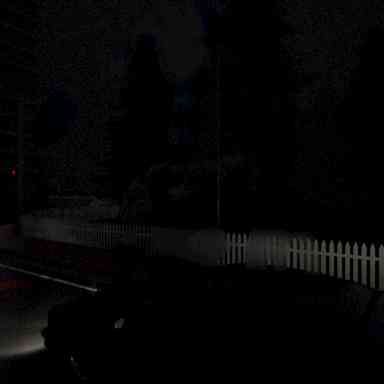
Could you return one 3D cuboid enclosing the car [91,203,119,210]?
[{"bbox_3d":[-10.693,1.470,40.769,1.812,1.442,4.674,0,0,9],"label":"car"}]

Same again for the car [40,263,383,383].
[{"bbox_3d":[0.622,1.547,3.550,5.357,1.411,2.033,0,0,36],"label":"car"}]

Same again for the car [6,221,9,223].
[{"bbox_3d":[-7.581,1.547,9.395,5.357,1.411,2.033,0,0,36],"label":"car"}]

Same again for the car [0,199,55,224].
[{"bbox_3d":[-12.516,1.295,24.822,2.097,1.767,4.553,0,0,29],"label":"car"}]
